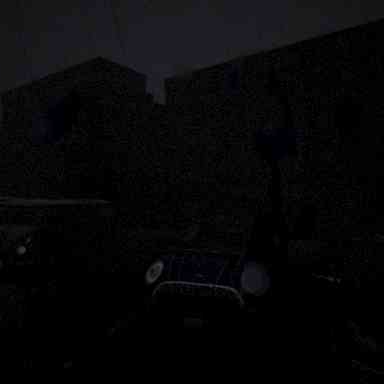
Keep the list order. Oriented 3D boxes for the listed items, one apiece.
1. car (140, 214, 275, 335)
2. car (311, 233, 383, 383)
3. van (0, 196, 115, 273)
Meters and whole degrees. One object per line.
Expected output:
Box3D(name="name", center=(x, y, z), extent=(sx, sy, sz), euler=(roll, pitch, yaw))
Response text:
Box3D(name="car", center=(0.640, 1.339, 7.029), extent=(2.185, 1.767, 4.553), euler=(1, 0, 15))
Box3D(name="car", center=(3.020, 1.484, 5.304), extent=(2.231, 1.521, 4.892), euler=(1, 0, 15))
Box3D(name="van", center=(-4.178, 1.202, 10.290), extent=(1.878, 1.987, 4.442), euler=(1, 0, 15))
